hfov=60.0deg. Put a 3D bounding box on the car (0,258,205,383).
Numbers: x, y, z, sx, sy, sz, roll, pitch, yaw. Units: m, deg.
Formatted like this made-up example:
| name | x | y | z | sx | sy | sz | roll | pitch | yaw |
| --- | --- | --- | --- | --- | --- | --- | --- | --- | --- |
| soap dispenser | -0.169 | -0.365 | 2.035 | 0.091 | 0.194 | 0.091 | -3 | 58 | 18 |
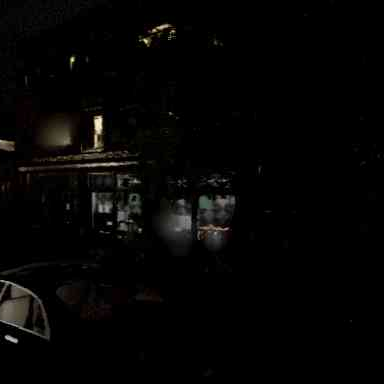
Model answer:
| name | x | y | z | sx | sy | sz | roll | pitch | yaw |
| --- | --- | --- | --- | --- | --- | --- | --- | --- | --- |
| car | -1.922 | 1.558 | 4.237 | 4.403 | 1.369 | 2.008 | 0 | 1 | 35 |
